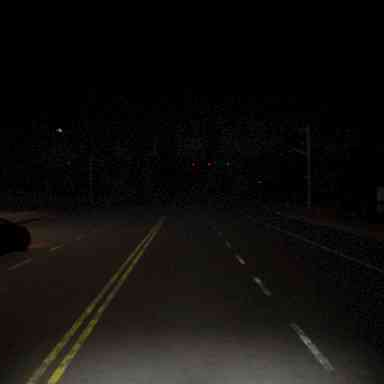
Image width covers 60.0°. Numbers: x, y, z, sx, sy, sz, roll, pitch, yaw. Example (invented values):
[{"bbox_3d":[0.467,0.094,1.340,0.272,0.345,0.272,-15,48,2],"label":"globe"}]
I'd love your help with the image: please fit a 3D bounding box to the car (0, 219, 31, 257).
[{"bbox_3d":[-7.324,1.637,11.518,1.994,1.385,4.181,-1,0,-2],"label":"car"}]
